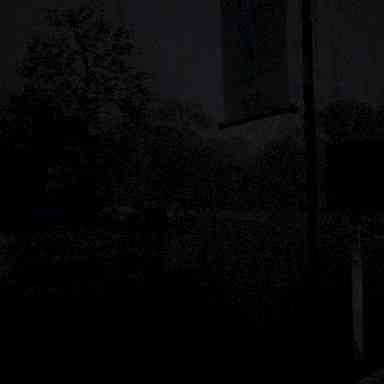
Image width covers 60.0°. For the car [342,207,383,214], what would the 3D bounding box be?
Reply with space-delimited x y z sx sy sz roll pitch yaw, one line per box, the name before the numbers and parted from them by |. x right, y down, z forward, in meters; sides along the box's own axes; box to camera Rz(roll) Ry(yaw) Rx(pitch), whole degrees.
car | 18.200 1.450 34.882 2.002 1.452 4.674 0 0 -35

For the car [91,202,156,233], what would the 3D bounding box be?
car | -4.249 1.433 18.989 2.002 1.452 4.674 0 0 -36

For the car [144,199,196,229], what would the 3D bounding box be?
car | -1.701 1.267 20.876 2.185 1.767 4.553 0 0 -35
